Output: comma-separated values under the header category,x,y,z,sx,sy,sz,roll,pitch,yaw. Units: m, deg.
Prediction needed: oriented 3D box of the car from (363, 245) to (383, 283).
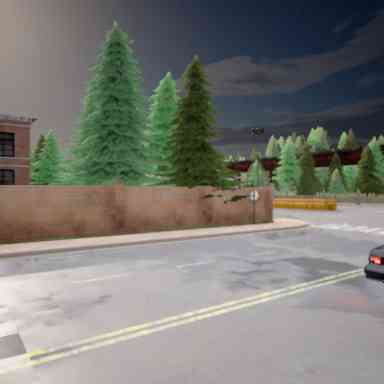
category,x,y,z,sx,sy,sz,roll,pitch,yaw
car,6.422,1.547,8.303,5.357,1.411,2.033,0,0,-35
